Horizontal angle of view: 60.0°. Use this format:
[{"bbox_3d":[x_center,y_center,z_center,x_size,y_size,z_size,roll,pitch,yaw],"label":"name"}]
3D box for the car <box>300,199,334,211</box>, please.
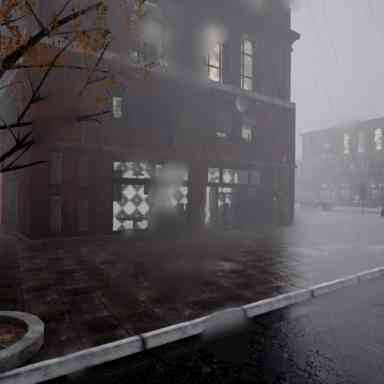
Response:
[{"bbox_3d":[15.562,1.617,41.685,2.008,1.369,4.403,1,-1,-28],"label":"car"}]
